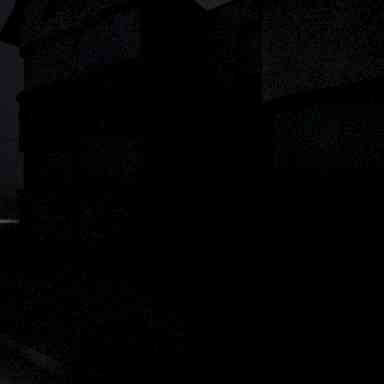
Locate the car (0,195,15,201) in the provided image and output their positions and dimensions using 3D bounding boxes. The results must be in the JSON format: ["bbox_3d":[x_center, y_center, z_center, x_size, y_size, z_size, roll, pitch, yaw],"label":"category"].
[{"bbox_3d":[-46.035,1.457,81.441,2.007,1.523,4.514,0,0,35],"label":"car"}]

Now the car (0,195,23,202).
[{"bbox_3d":[-43.450,1.444,79.663,2.152,1.636,5.027,0,0,35],"label":"car"}]

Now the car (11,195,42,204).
[{"bbox_3d":[-30.150,1.385,60.700,2.007,1.523,4.514,0,0,35],"label":"car"}]

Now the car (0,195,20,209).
[{"bbox_3d":[-20.582,1.362,40.708,2.007,1.523,4.514,0,0,35],"label":"car"}]
